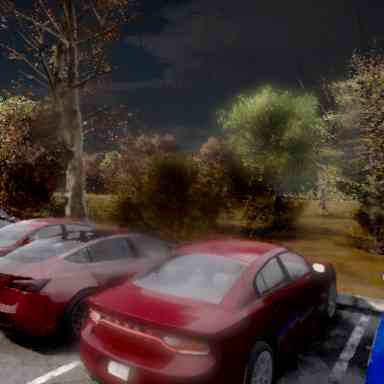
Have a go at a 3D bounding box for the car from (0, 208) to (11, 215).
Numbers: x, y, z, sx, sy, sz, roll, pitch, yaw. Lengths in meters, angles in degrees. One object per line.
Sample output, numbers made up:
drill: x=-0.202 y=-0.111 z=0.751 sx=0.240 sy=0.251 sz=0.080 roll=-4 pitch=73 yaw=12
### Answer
car: x=-6.233 y=1.425 z=10.032 sx=2.097 sy=1.535 sz=5.008 roll=0 pitch=0 yaw=35

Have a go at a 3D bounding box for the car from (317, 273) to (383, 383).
car: x=3.064 y=1.483 z=3.402 sx=2.097 sy=1.535 sz=5.008 roll=0 pitch=0 yaw=35

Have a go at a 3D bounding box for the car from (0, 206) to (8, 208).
car: x=-8.511 y=1.285 z=11.700 sx=2.185 sy=1.767 sz=4.553 roll=0 pitch=0 yaw=36

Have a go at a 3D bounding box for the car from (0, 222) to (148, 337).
car: x=-1.515 y=1.484 z=6.709 sx=2.163 sy=1.488 sz=4.792 roll=0 pitch=0 yaw=35

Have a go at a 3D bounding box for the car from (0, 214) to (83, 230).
car: x=-3.929 y=1.439 z=8.400 sx=2.097 sy=1.535 sz=5.008 roll=0 pitch=0 yaw=35

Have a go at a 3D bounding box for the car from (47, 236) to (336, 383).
car: x=0.765 y=1.468 z=5.041 sx=2.097 sy=1.535 sz=5.008 roll=0 pitch=0 yaw=35
